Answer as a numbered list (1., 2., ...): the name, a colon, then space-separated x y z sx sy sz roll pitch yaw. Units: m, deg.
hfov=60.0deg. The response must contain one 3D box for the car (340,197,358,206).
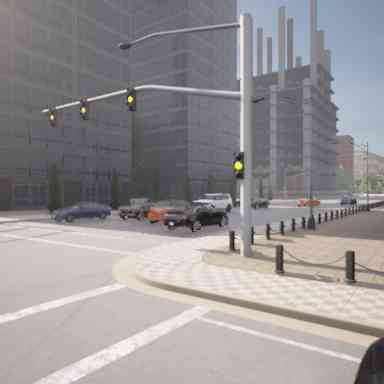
1. car: 25.991 1.498 55.096 2.033 1.411 5.357 0 0 36

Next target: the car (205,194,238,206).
1. car: 2.143 1.177 34.294 2.150 2.045 5.566 0 0 36

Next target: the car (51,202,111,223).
1. car: -8.434 1.484 25.620 1.812 1.442 4.674 0 0 38

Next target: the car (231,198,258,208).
1. car: 7.630 1.559 47.868 1.895 1.301 4.718 0 0 36

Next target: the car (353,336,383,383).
1. car: 3.071 1.563 1.778 4.181 1.385 1.994 0 0 36

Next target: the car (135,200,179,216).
1. car: -3.355 1.522 32.656 1.994 1.385 4.181 0 0 36

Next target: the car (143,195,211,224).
1. car: -0.963 1.306 23.659 2.097 1.767 4.553 0 0 36

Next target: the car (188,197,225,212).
1. car: 1.784 1.450 39.784 2.128 1.511 4.902 0 0 36

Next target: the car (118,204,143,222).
1. car: -3.565 1.557 26.378 1.895 1.301 4.718 0 0 36

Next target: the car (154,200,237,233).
1. car: 0.340 1.443 19.480 2.128 1.511 4.902 0 0 36

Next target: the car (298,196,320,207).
1. car: 17.393 1.304 49.140 2.097 1.767 4.553 0 0 36

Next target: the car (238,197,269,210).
1. car: 8.244 1.434 42.747 1.882 1.535 5.008 0 0 36
